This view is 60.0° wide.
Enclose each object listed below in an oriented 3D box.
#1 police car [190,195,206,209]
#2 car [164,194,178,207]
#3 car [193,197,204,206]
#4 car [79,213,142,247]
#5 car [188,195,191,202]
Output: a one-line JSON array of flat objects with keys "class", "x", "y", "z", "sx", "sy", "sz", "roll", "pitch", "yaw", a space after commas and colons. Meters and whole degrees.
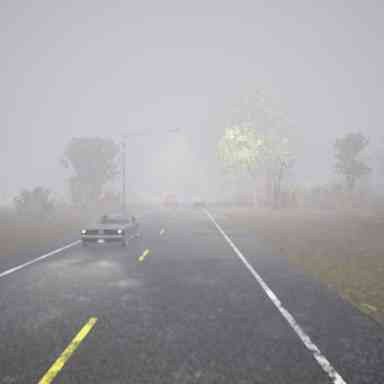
[{"class": "police car", "x": 1.058, "y": 1.595, "z": 48.967, "sx": 1.930, "sy": 1.638, "sz": 5.238, "roll": 0, "pitch": 0, "yaw": 0}, {"class": "car", "x": -3.533, "y": 1.418, "z": 57.533, "sx": 2.150, "sy": 2.045, "sz": 5.566, "roll": 0, "pitch": 0, "yaw": 1}, {"class": "car", "x": 1.060, "y": 1.680, "z": 58.858, "sx": 1.882, "sy": 1.535, "sz": 5.008, "roll": 0, "pitch": 0, "yaw": 0}, {"class": "car", "x": -3.598, "y": 1.657, "z": 15.392, "sx": 1.895, "sy": 1.301, "sz": 4.718, "roll": 0, "pitch": 0, "yaw": 0}, {"class": "car", "x": 0.015, "y": 1.690, "z": 83.883, "sx": 1.812, "sy": 1.442, "sz": 4.674, "roll": 0, "pitch": 0, "yaw": 0}]
